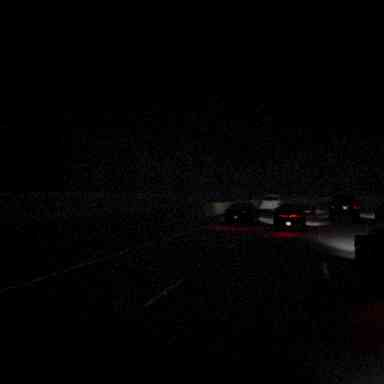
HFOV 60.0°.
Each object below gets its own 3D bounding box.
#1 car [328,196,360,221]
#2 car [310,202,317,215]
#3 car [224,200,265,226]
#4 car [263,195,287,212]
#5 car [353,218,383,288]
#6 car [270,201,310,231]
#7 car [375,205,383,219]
[{"bbox_3d":[12.624,1.309,27.668,2.150,2.045,5.566,0,0,22],"label":"car"},{"bbox_3d":[12.143,1.698,35.261,1.895,1.301,4.718,0,0,25],"label":"car"},{"bbox_3d":[3.778,1.527,24.314,1.882,1.535,5.008,0,0,21],"label":"car"},{"bbox_3d":[9.325,1.314,37.513,2.150,2.045,5.566,0,0,25],"label":"car"},{"bbox_3d":[5.597,1.634,8.913,1.895,1.301,4.718,0,0,20],"label":"car"},{"bbox_3d":[6.386,1.560,21.344,1.837,1.490,4.892,0,0,21],"label":"car"},{"bbox_3d":[16.291,1.702,27.374,1.895,1.301,4.718,0,0,23],"label":"car"}]
